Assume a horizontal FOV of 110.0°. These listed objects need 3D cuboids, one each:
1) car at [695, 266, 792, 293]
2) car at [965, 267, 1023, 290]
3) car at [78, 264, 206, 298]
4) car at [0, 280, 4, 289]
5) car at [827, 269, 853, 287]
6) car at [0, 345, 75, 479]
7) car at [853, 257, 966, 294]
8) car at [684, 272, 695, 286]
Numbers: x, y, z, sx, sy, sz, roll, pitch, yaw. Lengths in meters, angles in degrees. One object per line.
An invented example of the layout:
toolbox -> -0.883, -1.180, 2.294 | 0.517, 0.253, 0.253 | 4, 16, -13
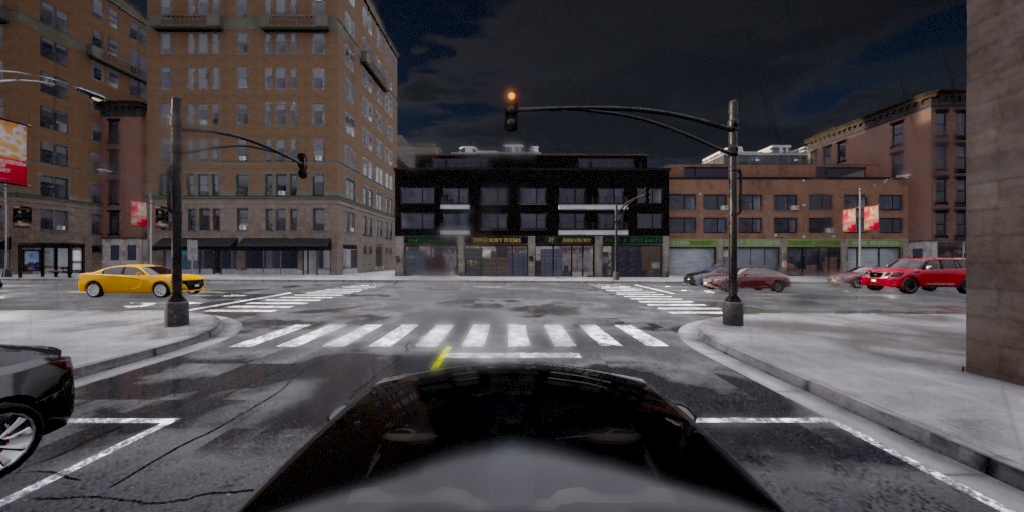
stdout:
car -> 13.683, 1.352, 21.007 | 4.674, 1.442, 1.812 | 0, 0, 1
car -> 34.121, 1.498, 24.352 | 4.181, 1.385, 1.994 | 0, 0, 0
car -> -17.787, 1.149, 17.396 | 5.008, 1.535, 1.882 | 0, 0, 0
car -> -27.853, 1.150, 17.346 | 4.674, 1.442, 1.812 | 0, 0, 0
car -> 24.162, 1.407, 24.298 | 4.674, 1.442, 1.812 | 0, 0, 0
car -> -5.387, 1.316, 1.910 | 1.948, 1.339, 4.313 | 0, 0, 0
car -> 23.999, 1.102, 21.043 | 5.566, 2.045, 2.150 | 0, 0, 0
car -> 13.960, 1.391, 24.258 | 4.181, 1.385, 1.994 | 0, 0, 0
